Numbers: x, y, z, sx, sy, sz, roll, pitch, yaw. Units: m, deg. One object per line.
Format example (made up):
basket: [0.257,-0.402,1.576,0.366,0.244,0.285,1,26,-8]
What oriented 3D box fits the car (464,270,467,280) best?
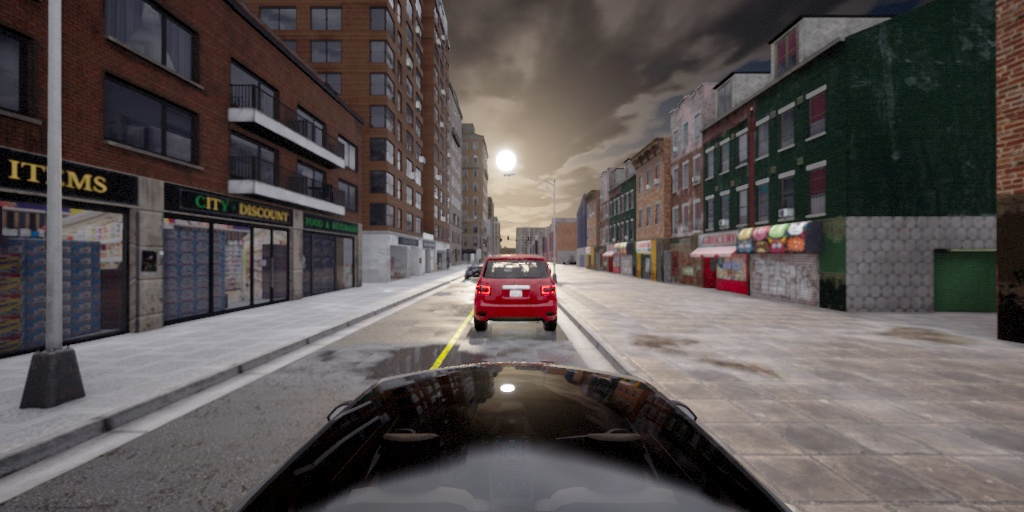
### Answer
car: [-2.886,1.311,30.977,1.994,1.385,4.181,0,0,0]

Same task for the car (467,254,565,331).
car: [0.090,0.972,11.087,2.150,2.045,5.566,0,0,0]
